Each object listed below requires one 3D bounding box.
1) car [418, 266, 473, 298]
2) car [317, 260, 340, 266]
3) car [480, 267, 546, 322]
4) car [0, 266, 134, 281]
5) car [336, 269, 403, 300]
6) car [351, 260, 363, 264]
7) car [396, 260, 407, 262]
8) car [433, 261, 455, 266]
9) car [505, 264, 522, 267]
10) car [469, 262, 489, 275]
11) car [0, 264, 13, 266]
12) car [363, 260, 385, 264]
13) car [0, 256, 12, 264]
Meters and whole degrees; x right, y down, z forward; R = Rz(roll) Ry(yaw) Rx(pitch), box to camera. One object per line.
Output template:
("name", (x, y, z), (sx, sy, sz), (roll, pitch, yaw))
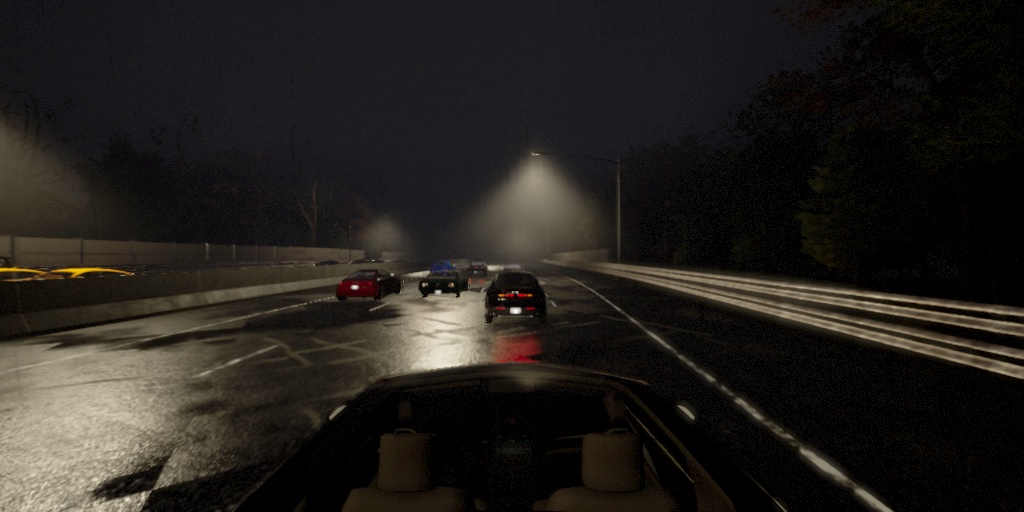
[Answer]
("car", (-3.394, 1.376, 18.737), (1.895, 1.301, 4.718), (0, 0, 0))
("car", (-28.025, 1.386, 54.921), (1.812, 1.442, 4.674), (0, 0, 1))
("car", (0.101, 1.269, 12.283), (1.837, 1.490, 4.892), (0, 0, 0))
("car", (-17.596, 1.245, 14.417), (1.882, 1.535, 5.008), (0, 0, 0))
("car", (-6.897, 1.338, 17.744), (1.994, 1.385, 4.181), (0, 0, 0))
("car", (-24.513, 1.394, 57.729), (1.812, 1.442, 4.674), (0, 0, 1))
("car", (-17.533, 1.368, 56.179), (1.837, 1.490, 4.892), (0, 0, 1))
("car", (-6.890, 1.290, 36.368), (1.882, 1.535, 5.008), (0, 0, 0))
("car", (0.109, 1.347, 30.784), (2.033, 1.411, 5.357), (0, 0, 0))
("car", (-3.390, 1.303, 36.047), (2.128, 1.511, 4.902), (0, 0, 0))
("car", (-21.096, 1.245, 14.389), (1.882, 1.535, 5.008), (0, 0, 0))
("car", (-21.025, 1.390, 56.061), (1.812, 1.442, 4.674), (0, 0, 1))
("car", (-24.596, 0.990, 14.795), (2.150, 2.045, 5.566), (0, 0, 0))
